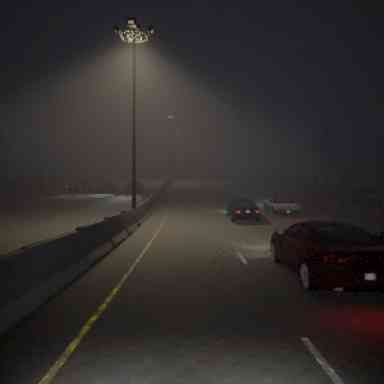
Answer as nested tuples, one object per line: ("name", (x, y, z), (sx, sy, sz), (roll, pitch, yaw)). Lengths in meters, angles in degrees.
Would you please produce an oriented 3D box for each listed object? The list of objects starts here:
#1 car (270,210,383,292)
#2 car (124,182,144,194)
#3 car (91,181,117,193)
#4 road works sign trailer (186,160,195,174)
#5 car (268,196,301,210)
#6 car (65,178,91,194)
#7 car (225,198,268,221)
("car", (3.529, 1.504, 9.054), (1.882, 1.535, 5.008), (0, 0, 0))
("car", (-7.298, -0.596, 42.031), (1.895, 1.301, 4.718), (0, 6, 0))
("car", (-10.795, -0.638, 42.056), (1.994, 1.385, 4.181), (0, 6, 0))
("road works sign trailer", (-0.341, -6.458, 86.262), (2.380, 3.560, 2.880), (0, 4, 3))
("car", (6.955, 0.968, 26.203), (1.895, 1.301, 4.718), (0, 4, 0))
("car", (-14.294, -0.849, 42.014), (2.097, 1.767, 4.553), (0, 6, 0))
("car", (3.454, 1.120, 23.032), (2.033, 1.411, 5.357), (0, 3, 0))
